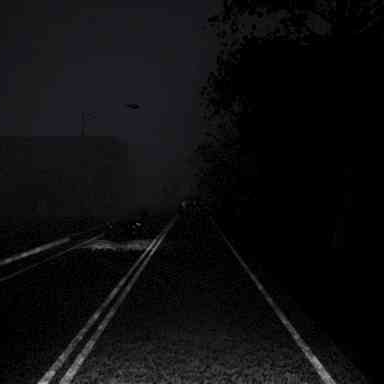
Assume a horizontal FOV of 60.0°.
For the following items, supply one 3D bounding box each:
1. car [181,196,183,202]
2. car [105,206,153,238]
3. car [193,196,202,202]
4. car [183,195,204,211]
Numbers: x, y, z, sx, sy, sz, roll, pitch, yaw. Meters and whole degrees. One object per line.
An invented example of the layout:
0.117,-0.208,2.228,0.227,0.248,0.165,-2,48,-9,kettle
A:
-1.789,1.754,86.146,1.882,1.535,5.008,0,0,2,car
-3.322,1.554,18.287,1.882,1.535,5.008,0,0,0,car
1.452,1.753,85.815,2.033,1.411,5.357,0,0,2,car
0.380,1.436,43.440,2.150,2.045,5.566,0,0,1,car
